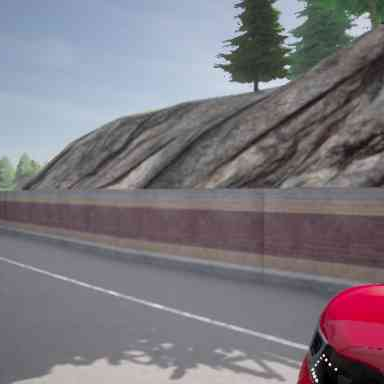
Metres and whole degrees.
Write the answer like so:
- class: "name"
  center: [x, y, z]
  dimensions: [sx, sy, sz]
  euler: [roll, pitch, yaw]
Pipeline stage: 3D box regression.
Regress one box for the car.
- class: "car"
  center: [3.411, 1.231, 1.615]
  dimensions: [5.566, 2.045, 2.150]
  euler: [0, 0, 35]
